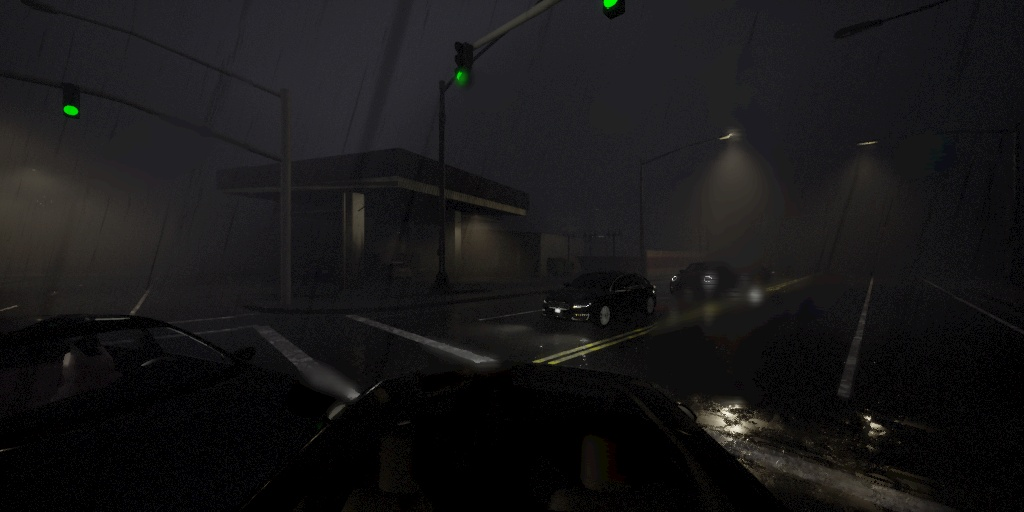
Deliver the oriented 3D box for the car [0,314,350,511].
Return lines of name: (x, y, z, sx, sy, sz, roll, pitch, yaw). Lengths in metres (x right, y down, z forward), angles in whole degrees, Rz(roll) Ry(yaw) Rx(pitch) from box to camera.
car: (-3.399, 1.242, 2.610, 4.902, 1.511, 2.128, 0, 0, 15)

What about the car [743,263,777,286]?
car: (16.863, 1.314, 25.211, 1.994, 1.385, 4.181, 0, 0, 45)

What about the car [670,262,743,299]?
car: (9.877, 1.102, 18.360, 4.553, 1.767, 2.097, 0, 0, -44)

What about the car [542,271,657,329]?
car: (2.980, 1.255, 11.573, 4.892, 1.490, 1.837, 0, 0, -45)

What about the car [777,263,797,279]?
car: (24.057, 1.314, 32.203, 4.181, 1.385, 1.994, 0, 0, -44)
